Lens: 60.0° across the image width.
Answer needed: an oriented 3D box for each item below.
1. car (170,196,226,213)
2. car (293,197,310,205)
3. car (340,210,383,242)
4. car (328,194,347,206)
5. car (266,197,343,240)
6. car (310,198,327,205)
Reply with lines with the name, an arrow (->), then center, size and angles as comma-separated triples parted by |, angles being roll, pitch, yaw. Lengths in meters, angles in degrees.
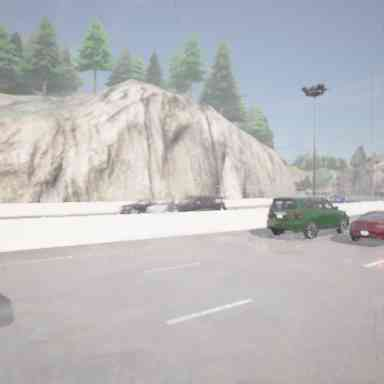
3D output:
car -> 0.372, 1.304, 26.816 | 5.566, 2.045, 2.150 | 1, 0, -41
car -> 21.980, 1.694, 66.770 | 1.837, 1.490, 4.892 | 0, 0, 34
car -> 9.071, 1.574, 15.621 | 4.674, 1.442, 1.812 | 0, 0, -41
car -> 27.188, 1.411, 61.970 | 2.150, 2.045, 5.566 | 0, 0, 35
car -> 6.276, 1.276, 17.783 | 5.566, 2.045, 2.150 | 0, 0, -41
car -> 24.399, 1.790, 64.088 | 1.895, 1.301, 4.718 | 0, 0, 34
